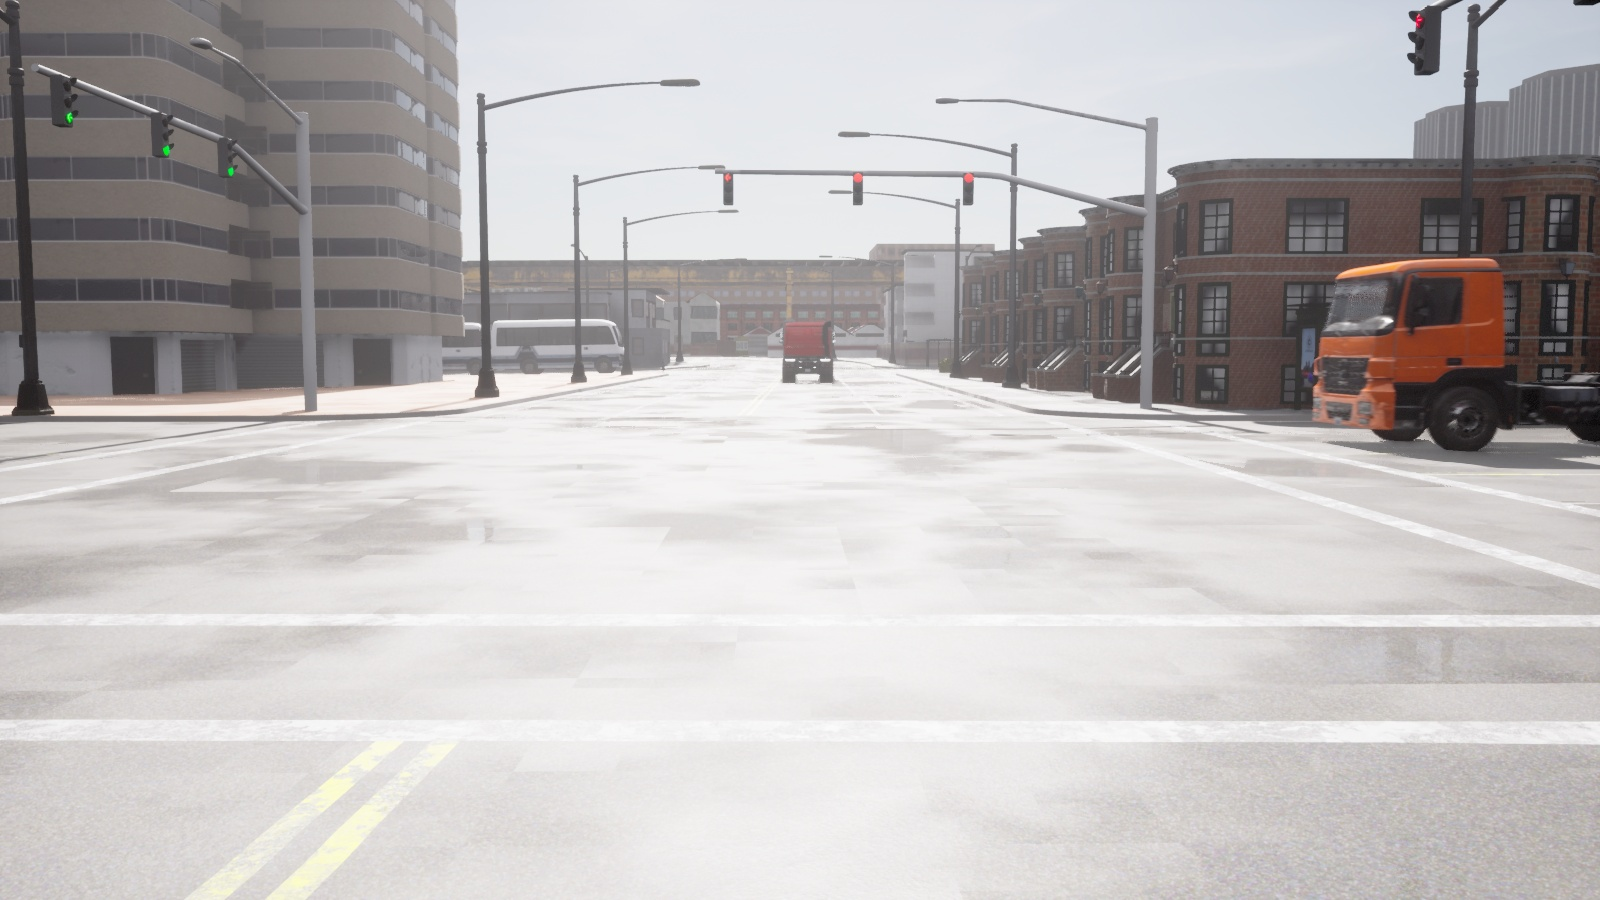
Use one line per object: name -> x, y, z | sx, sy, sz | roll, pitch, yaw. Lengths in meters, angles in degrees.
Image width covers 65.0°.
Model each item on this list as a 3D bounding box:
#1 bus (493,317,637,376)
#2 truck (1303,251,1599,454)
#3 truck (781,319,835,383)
bus -> -17.936, -7.936, 96.678 | 10.273, 4.253, 3.944 | -1, 5, -1
truck -> 13.790, -1.772, 22.953 | 7.936, 3.462, 2.891 | 0, 5, 1
truck -> 0.442, -5.622, 71.284 | 2.891, 3.462, 7.936 | 0, 5, 0
